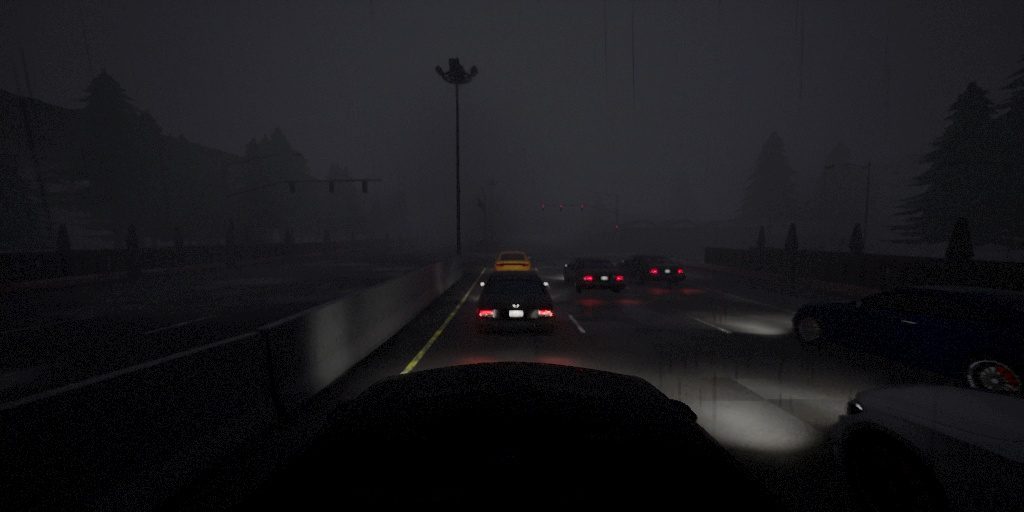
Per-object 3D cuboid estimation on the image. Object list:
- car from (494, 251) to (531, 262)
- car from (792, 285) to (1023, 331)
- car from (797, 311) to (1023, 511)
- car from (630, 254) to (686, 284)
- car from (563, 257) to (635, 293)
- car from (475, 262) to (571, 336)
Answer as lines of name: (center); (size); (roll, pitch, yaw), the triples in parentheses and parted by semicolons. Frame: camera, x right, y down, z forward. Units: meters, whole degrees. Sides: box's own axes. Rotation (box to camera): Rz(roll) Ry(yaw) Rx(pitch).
car: (0.022, 0.456, 19.509); (1.882, 1.535, 5.008); (0, 4, 0)
car: (7.080, 1.203, 5.895); (1.812, 1.442, 4.674); (0, 1, 0)
car: (3.593, 1.280, 1.017); (1.812, 1.442, 4.674); (0, 1, 0)
car: (7.027, 0.581, 18.705); (2.033, 1.411, 5.357); (0, 4, 0)
car: (3.532, 0.737, 16.201); (2.033, 1.411, 5.357); (0, 4, 0)
car: (0.068, 1.096, 9.705); (2.033, 1.411, 5.357); (0, 2, 0)
